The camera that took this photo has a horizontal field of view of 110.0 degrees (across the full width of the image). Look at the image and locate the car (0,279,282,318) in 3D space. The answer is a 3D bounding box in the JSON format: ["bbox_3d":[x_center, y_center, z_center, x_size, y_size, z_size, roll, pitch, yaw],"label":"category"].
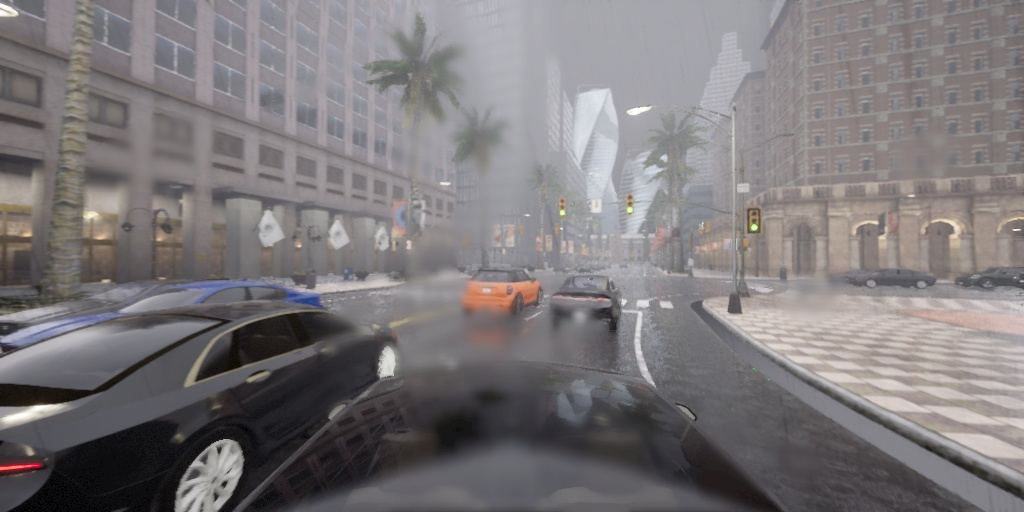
[{"bbox_3d":[-6.214,1.267,7.280,1.882,1.535,5.008,0,-1,13],"label":"car"}]

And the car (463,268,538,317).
[{"bbox_3d":[-0.176,1.258,14.398,2.097,1.767,4.553,0,-1,18],"label":"car"}]

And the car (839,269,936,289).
[{"bbox_3d":[28.777,1.710,27.421,4.892,1.490,1.837,0,-1,19],"label":"car"}]

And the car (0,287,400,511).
[{"bbox_3d":[-2.938,1.271,4.096,1.837,1.490,4.892,0,-1,6],"label":"car"}]

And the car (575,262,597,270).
[{"bbox_3d":[11.932,2.005,57.748,1.837,1.490,4.892,0,-1,21],"label":"car"}]

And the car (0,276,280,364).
[{"bbox_3d":[-9.331,1.350,9.546,2.033,1.411,5.357,0,-1,14],"label":"car"}]

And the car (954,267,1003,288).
[{"bbox_3d":[37.849,1.605,27.791,4.553,1.767,2.097,0,-1,20],"label":"car"}]

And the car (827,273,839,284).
[{"bbox_3d":[29.797,1.815,30.771,4.181,1.385,1.994,0,-1,20],"label":"car"}]

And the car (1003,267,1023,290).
[{"bbox_3d":[38.025,1.428,23.993,5.566,2.045,2.150,0,-1,21],"label":"car"}]

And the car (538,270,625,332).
[{"bbox_3d":[2.539,1.376,11.620,2.128,1.511,4.902,0,-1,18],"label":"car"}]

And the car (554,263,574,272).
[{"bbox_3d":[8.306,1.992,58.049,1.837,1.490,4.892,0,-1,21],"label":"car"}]
